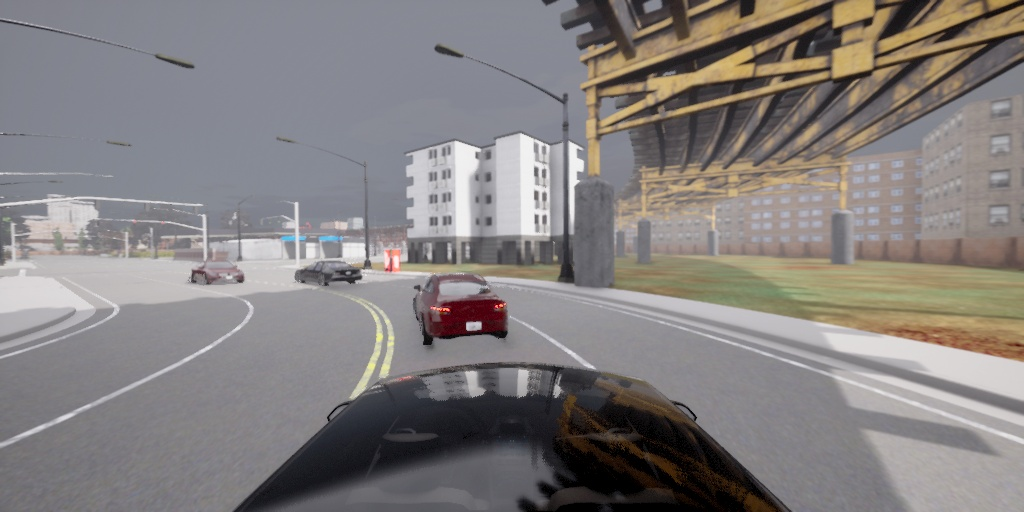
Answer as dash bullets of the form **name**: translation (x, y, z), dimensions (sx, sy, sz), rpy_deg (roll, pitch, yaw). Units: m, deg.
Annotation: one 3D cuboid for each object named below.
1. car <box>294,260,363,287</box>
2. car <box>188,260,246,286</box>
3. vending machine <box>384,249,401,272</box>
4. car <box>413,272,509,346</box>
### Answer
- **car**: translation (-11.035, 0.975, 21.431), dimensions (5.357, 1.411, 2.033), rpy_deg (0, 2, 38)
- **car**: translation (-18.563, 0.999, 22.514), dimensions (4.674, 1.442, 1.812), rpy_deg (0, 2, 36)
- **vending machine**: translation (-9.934, 0.431, 29.822), dimensions (0.880, 2.100, 1.100), rpy_deg (0, 0, 36)
- **car**: translation (-1.424, 1.131, 9.038), dimensions (1.812, 1.442, 4.674), rpy_deg (-1, 1, -18)
